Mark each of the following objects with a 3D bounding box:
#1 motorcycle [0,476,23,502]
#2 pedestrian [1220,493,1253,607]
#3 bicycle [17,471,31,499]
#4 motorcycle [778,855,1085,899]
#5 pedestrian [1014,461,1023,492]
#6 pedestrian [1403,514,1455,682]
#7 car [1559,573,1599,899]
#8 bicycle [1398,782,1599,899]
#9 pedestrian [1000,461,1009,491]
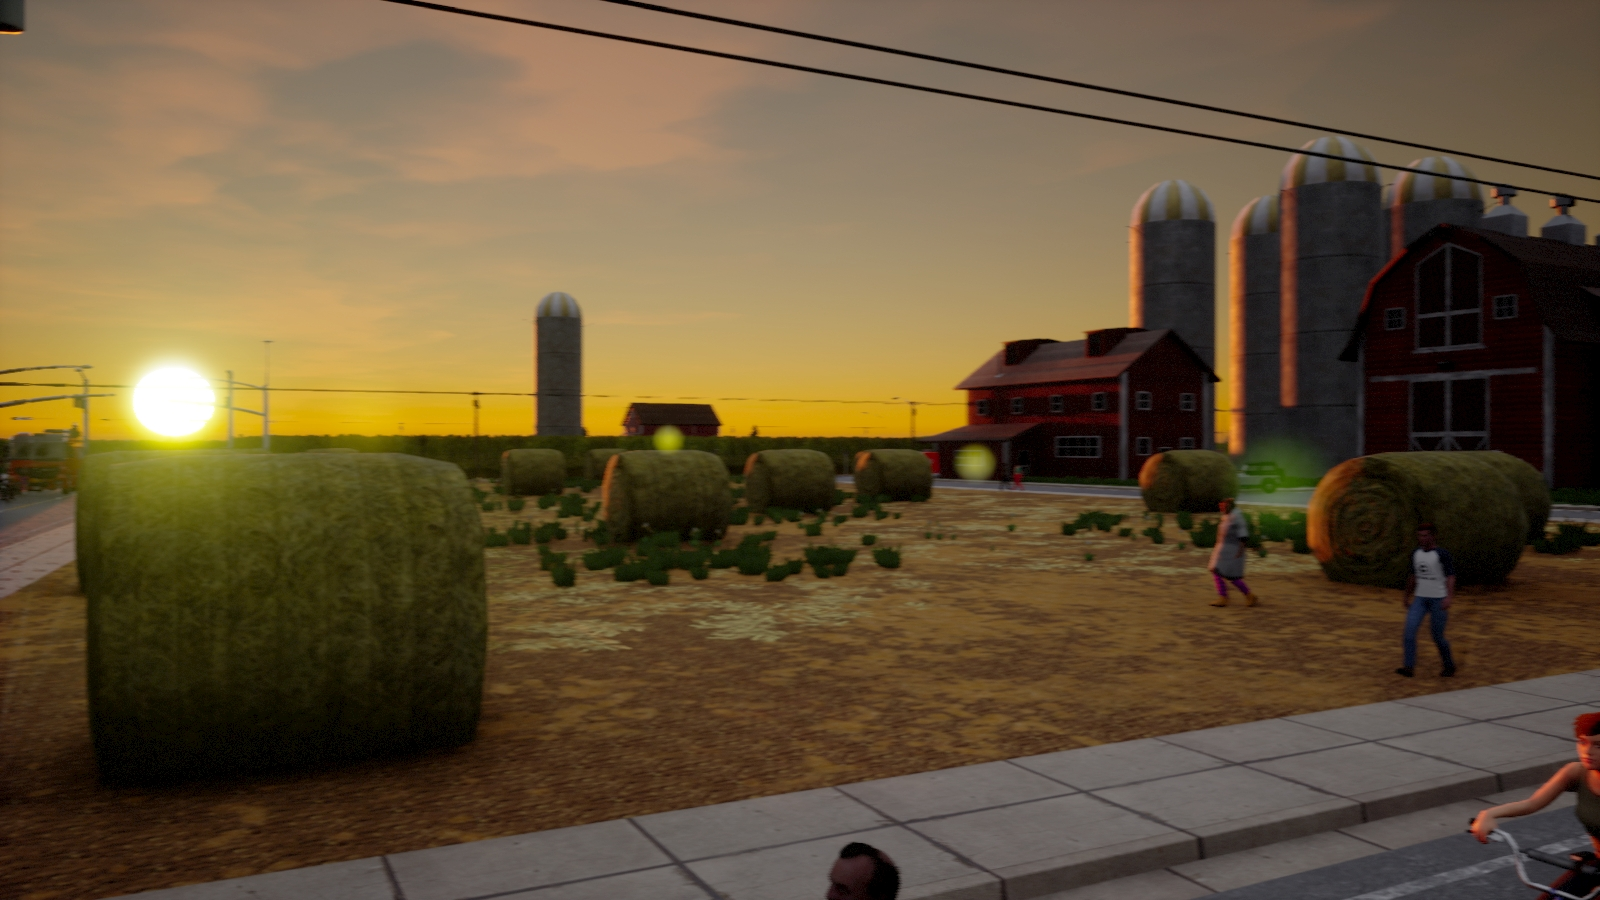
[{"bbox_3d":[-40.804,2.007,58.959,0.764,1.277,2.356,0,0,-24],"label":"motorcycle"},{"bbox_3d":[7.258,1.657,19.006,0.375,1.860,0.375,0,0,-12],"label":"pedestrian"},{"bbox_3d":[-42.574,1.891,62.668,0.329,1.471,1.835,0,0,-25],"label":"bicycle"},{"bbox_3d":[0.116,2.137,3.370,1.805,1.316,0.856,0,0,-27],"label":"motorcycle"},{"bbox_3d":[13.202,1.586,68.953,0.375,1.860,0.375,0,0,-39],"label":"pedestrian"},{"bbox_3d":[7.219,1.678,13.111,0.375,1.860,0.375,0,0,-27],"label":"pedestrian"},{"bbox_3d":[7.473,1.777,7.161,5.566,2.045,2.150,0,0,-28],"label":"car"},{"bbox_3d":[3.584,2.252,5.170,1.487,1.080,0.859,0,0,-28],"label":"bicycle"},{"bbox_3d":[12.593,1.584,70.353,0.375,1.860,0.375,0,0,-35],"label":"pedestrian"}]
